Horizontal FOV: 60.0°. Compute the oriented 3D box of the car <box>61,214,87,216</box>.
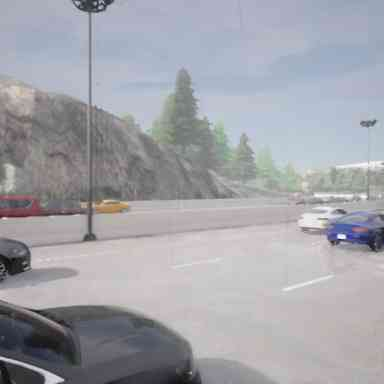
[{"bbox_3d":[-9.725,1.399,23.067,4.553,1.767,2.097,0,0,-38],"label":"car"}]

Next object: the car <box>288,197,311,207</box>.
[{"bbox_3d":[17.355,1.591,53.592,1.812,1.442,4.674,0,0,41],"label":"car"}]

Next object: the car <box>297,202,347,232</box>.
[{"bbox_3d":[7.946,1.548,19.129,4.674,1.442,1.812,0,0,-41],"label":"car"}]

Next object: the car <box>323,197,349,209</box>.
[{"bbox_3d":[19.974,1.529,45.941,1.882,1.535,5.008,0,0,42],"label":"car"}]

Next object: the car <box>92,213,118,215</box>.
[{"bbox_3d":[-8.484,1.539,32.973,5.008,1.535,1.882,0,0,-40],"label":"car"}]

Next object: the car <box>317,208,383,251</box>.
[{"bbox_3d":[7.503,1.540,14.170,4.674,1.442,1.812,0,0,-39],"label":"car"}]

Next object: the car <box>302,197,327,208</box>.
[{"bbox_3d":[18.097,1.563,49.106,1.837,1.490,4.892,0,0,41],"label":"car"}]

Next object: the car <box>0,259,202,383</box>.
[{"bbox_3d":[-2.161,1.511,2.292,4.892,1.490,1.837,0,0,-35],"label":"car"}]

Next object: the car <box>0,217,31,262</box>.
[{"bbox_3d":[-6.487,1.511,7.802,4.902,1.511,2.128,0,0,-35],"label":"car"}]
